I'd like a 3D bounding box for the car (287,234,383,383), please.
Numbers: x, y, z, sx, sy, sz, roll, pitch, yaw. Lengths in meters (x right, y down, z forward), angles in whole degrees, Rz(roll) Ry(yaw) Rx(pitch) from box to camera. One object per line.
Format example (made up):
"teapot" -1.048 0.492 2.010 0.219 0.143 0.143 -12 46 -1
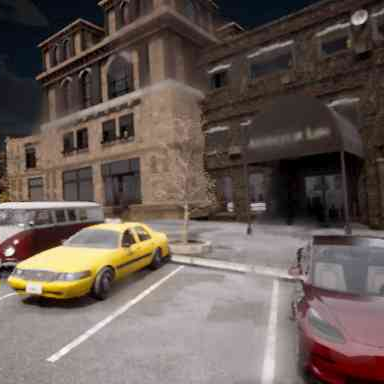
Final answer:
"car" 2.681 1.530 5.482 2.163 1.488 4.792 0 -1 16

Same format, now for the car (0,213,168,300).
"car" -2.228 1.515 8.814 1.946 1.575 5.366 0 -1 16

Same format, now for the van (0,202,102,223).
"van" -4.641 1.311 10.628 1.878 1.987 4.442 0 -1 16
